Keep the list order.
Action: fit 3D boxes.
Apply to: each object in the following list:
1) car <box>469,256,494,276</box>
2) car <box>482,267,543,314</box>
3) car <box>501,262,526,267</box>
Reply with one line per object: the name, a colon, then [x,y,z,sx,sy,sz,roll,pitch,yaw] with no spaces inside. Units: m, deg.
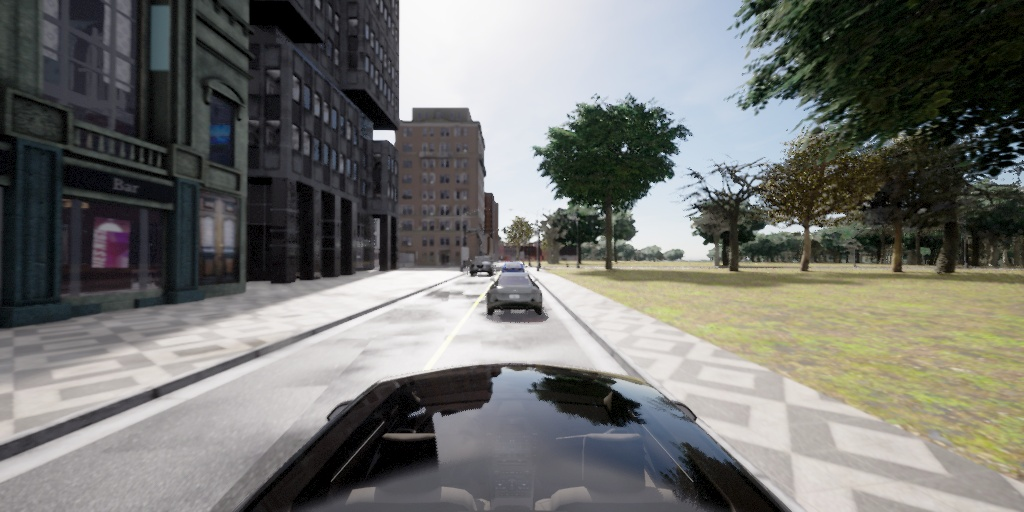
car: [-3.068,0.986,37.191,2.150,2.045,5.566,0,0,0]
car: [0.091,1.302,13.771,1.994,1.385,4.181,0,0,0]
car: [0.099,1.228,29.787,1.882,1.535,5.008,0,0,0]
